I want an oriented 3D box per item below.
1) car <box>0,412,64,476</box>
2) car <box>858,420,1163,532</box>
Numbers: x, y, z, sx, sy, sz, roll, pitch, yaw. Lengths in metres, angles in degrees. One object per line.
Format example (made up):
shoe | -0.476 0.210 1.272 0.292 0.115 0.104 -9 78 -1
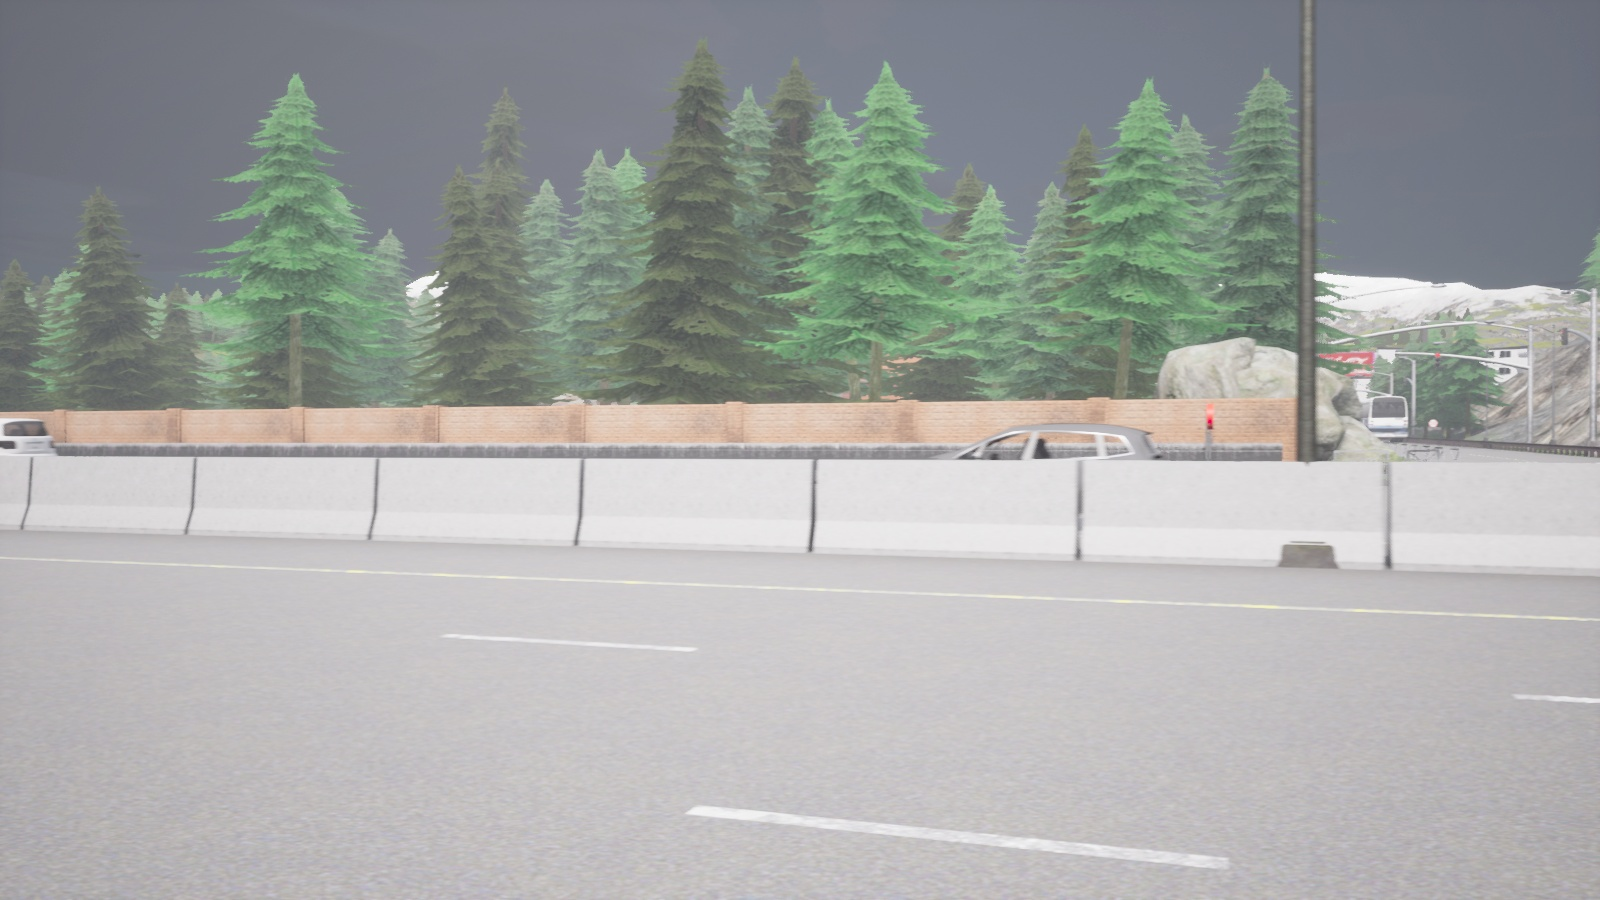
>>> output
car | -27.723 -0.233 42.114 5.566 2.045 2.150 1 1 20
car | 3.472 0.356 20.485 4.611 1.667 2.242 1 1 19
